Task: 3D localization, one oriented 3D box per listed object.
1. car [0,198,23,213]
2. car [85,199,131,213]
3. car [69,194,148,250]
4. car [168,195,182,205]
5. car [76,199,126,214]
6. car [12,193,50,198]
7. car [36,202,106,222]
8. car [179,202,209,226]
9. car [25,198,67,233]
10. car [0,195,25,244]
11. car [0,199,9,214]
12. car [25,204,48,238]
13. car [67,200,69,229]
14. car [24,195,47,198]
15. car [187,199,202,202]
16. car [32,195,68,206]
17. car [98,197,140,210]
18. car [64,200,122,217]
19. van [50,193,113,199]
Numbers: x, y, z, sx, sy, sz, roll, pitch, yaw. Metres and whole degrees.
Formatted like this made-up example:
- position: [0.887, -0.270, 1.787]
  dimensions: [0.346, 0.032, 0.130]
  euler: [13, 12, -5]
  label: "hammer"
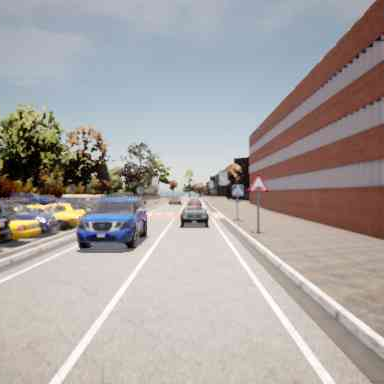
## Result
- position: [-21.866, 1.459, 37.023]
  dimensions: [4.892, 1.521, 2.231]
  euler: [0, 0, 0]
  label: "car"
- position: [-9.298, 1.499, 37.098]
  dimensions: [4.674, 1.452, 2.002]
  euler: [0, 0, 0]
  label: "car"
- position: [-3.310, 1.250, 14.949]
  dimensions: [2.150, 2.045, 5.566]
  euler: [0, 0, 0]
  label: "car"
- position: [-2.904, 1.365, 57.483]
  dimensions: [2.097, 1.767, 4.553]
  euler: [0, 0, 1]
  label: "car"
- position: [-9.305, 1.503, 34.272]
  dimensions: [4.674, 1.452, 2.002]
  euler: [0, 0, 0]
  label: "car"
- position: [-21.842, 1.190, 45.370]
  dimensions: [5.566, 2.045, 2.435]
  euler: [0, 0, 0]
  label: "car"
- position: [-9.304, 1.514, 25.795]
  dimensions: [4.674, 1.452, 2.002]
  euler: [0, 0, 0]
  label: "car"
- position: [0.182, 1.629, 23.580]
  dimensions: [1.895, 1.301, 4.718]
  euler: [0, 0, 0]
  label: "car"
- position: [-9.342, 1.359, 17.318]
  dimensions: [4.553, 1.767, 2.185]
  euler: [0, 0, 0]
  label: "car"
- position: [-9.341, 1.241, 11.666]
  dimensions: [5.566, 2.045, 2.435]
  euler: [0, 0, 0]
  label: "car"
- position: [-21.866, 1.462, 34.199]
  dimensions: [5.008, 1.535, 2.097]
  euler: [0, 0, 0]
  label: "car"
- position: [-9.497, 1.485, 14.492]
  dimensions: [5.366, 1.575, 1.946]
  euler: [0, 0, 0]
  label: "car"
- position: [-9.124, 1.478, 20.143]
  dimensions: [5.366, 1.575, 1.946]
  euler: [0, 0, 0]
  label: "car"
- position: [-21.877, 1.449, 42.670]
  dimensions: [4.892, 1.521, 2.231]
  euler: [0, 0, 0]
  label: "car"
- position: [0.323, 1.591, 41.672]
  dimensions: [1.994, 1.385, 4.181]
  euler: [0, 0, 0]
  label: "car"
- position: [-21.804, 1.292, 51.150]
  dimensions: [4.553, 1.767, 2.185]
  euler: [0, -1, 0]
  label: "car"
- position: [-9.293, 1.449, 42.749]
  dimensions: [5.008, 1.535, 2.097]
  euler: [0, 0, 0]
  label: "car"
- position: [-9.274, 1.496, 31.446]
  dimensions: [4.792, 1.488, 2.163]
  euler: [0, 0, 0]
  label: "car"
- position: [-9.422, 1.244, 28.620]
  dimensions: [4.442, 1.987, 1.878]
  euler: [0, 0, 0]
  label: "van"
